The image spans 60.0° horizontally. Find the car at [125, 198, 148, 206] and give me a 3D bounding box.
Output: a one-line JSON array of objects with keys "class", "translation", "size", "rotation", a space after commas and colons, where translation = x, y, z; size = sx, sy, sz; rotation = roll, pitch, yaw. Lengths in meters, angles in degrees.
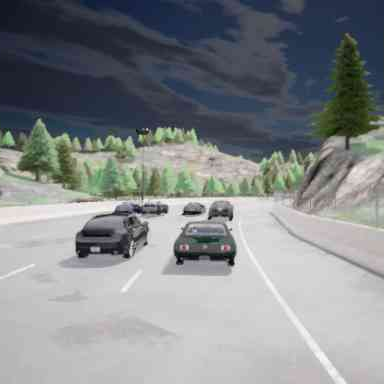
[{"class": "car", "translation": [-10.602, 1.842, 63.760], "size": [2.033, 1.411, 5.357], "rotation": [0, 0, 19]}]

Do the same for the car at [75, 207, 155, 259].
[{"class": "car", "translation": [-2.886, 1.564, 12.924], "size": [1.837, 1.490, 4.892], "rotation": [0, 0, 4]}]

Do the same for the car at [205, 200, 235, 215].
[{"class": "car", "translation": [2.742, 1.529, 30.149], "size": [2.097, 1.767, 4.553], "rotation": [0, 0, 10]}]

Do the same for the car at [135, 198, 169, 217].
[{"class": "car", "translation": [-3.679, 1.660, 34.017], "size": [2.128, 1.511, 4.902], "rotation": [0, 0, 11]}]

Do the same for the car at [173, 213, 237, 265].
[{"class": "car", "translation": [0.527, 1.669, 11.933], "size": [1.895, 1.301, 4.718], "rotation": [0, 0, 4]}]

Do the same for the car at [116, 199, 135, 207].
[{"class": "car", "translation": [-6.796, 1.730, 36.234], "size": [1.994, 1.385, 4.181], "rotation": [0, 0, 12]}]

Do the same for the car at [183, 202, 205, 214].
[{"class": "car", "translation": [0.345, 1.763, 36.101], "size": [1.994, 1.385, 4.181], "rotation": [0, 0, 12]}]
